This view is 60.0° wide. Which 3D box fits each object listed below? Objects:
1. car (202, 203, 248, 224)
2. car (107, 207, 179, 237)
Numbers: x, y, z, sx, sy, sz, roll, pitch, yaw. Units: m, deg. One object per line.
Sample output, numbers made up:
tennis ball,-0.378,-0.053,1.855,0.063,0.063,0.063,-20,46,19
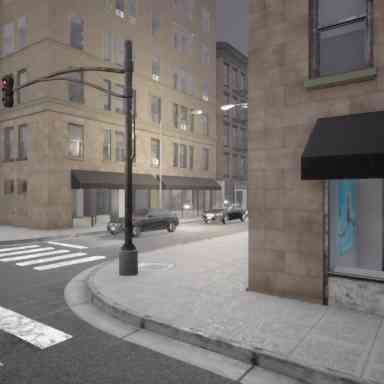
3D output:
car,2.695,1.641,26.299,2.128,1.511,4.902,0,0,35
car,-2.612,1.620,18.829,1.812,1.442,4.674,0,0,37
